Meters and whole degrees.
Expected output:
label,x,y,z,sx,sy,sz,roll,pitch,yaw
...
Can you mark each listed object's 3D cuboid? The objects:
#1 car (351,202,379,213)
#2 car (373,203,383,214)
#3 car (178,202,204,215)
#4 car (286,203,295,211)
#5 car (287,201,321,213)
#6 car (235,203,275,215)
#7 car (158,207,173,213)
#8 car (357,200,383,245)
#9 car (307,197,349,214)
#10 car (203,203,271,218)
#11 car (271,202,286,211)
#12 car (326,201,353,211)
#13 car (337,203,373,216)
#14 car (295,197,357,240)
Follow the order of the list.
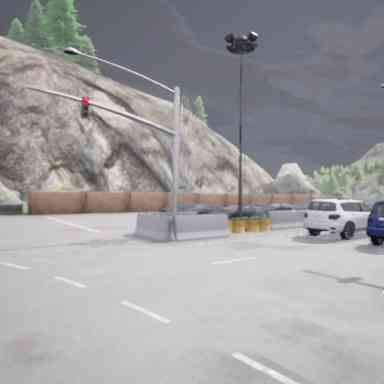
label,x,y,z,sx,sy,sz,roll,pitch,yaw
car,24.603,2.122,47.296,4.181,1.385,1.994,1,-1,-38
car,26.173,2.152,44.095,4.718,1.301,1.895,1,0,-35
car,1.337,1.765,30.712,5.357,1.411,2.033,1,0,-36
car,12.214,1.699,34.072,4.553,1.767,2.097,1,0,-35
car,15.085,1.953,44.717,4.892,1.490,1.837,1,0,-35
car,7.528,1.938,39.328,4.718,1.301,1.895,1,0,-35
car,-0.675,1.765,33.557,5.357,1.411,2.033,1,0,-35
car,10.267,1.420,15.366,5.566,2.045,2.150,1,0,-35
car,17.198,1.671,41.925,5.566,2.045,2.150,1,0,-35
car,3.915,1.773,28.251,5.357,1.411,2.033,1,0,-35
car,9.510,1.862,36.443,4.674,1.442,1.812,1,0,-35
car,22.154,2.116,49.823,4.181,1.385,1.994,1,-1,-38
car,19.181,2.013,39.040,4.181,1.385,1.994,1,0,-35
car,8.517,1.424,18.417,5.566,2.045,2.150,1,0,-35
